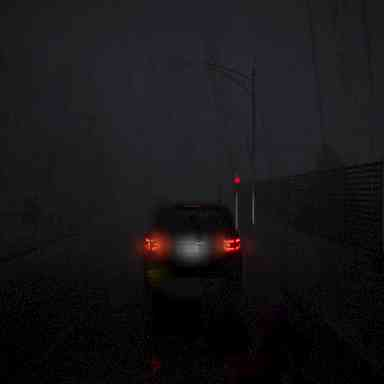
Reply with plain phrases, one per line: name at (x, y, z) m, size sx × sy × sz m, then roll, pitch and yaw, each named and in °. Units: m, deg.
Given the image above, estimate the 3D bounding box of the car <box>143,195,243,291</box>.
car at (0.034, 1.221, 9.132) m, size 2.150 × 2.045 × 5.566 m, roll 0°, pitch 0°, yaw 0°

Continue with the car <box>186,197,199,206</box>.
car at (0.058, 1.547, 54.871) m, size 2.033 × 1.411 × 5.357 m, roll 0°, pitch 0°, yaw 0°

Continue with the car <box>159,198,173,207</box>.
car at (-4.147, 1.601, 53.565) m, size 1.895 × 1.301 × 4.718 m, roll 0°, pitch 0°, yaw 0°

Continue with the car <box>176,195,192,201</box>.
car at (-2.100, 1.478, 85.166) m, size 1.882 × 1.535 × 5.008 m, roll 0°, pitch 0°, yaw -32°

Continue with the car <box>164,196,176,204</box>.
car at (-4.117, 1.547, 63.327) m, size 2.033 × 1.411 × 5.357 m, roll 0°, pitch 0°, yaw 0°

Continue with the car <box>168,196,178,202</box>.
car at (-4.074, 1.552, 73.313) m, size 1.994 × 1.385 × 4.181 m, roll 0°, pitch 0°, yaw 0°
